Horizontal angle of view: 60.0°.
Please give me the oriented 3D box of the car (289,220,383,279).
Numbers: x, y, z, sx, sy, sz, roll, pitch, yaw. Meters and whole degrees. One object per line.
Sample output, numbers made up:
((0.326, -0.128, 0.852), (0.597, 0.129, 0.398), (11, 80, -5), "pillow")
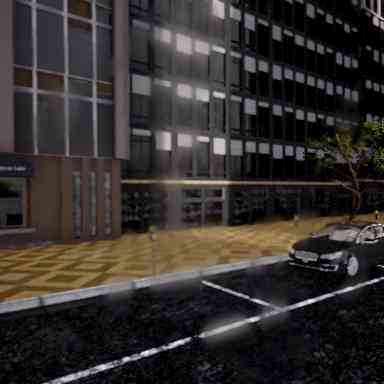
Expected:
((4.755, 1.568, 10.022), (4.403, 1.369, 2.008), (0, -1, -36), "car")
